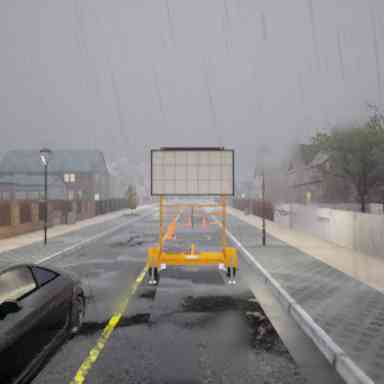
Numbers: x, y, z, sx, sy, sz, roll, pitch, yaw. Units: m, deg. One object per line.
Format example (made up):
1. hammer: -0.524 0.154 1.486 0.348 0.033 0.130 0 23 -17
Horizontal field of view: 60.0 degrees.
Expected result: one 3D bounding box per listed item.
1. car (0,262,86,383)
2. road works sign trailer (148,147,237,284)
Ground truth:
1. car: -2.747 1.581 3.848 1.994 1.385 4.181 0 0 0
2. road works sign trailer: 0.014 0.506 9.726 2.380 3.560 2.880 0 0 0
